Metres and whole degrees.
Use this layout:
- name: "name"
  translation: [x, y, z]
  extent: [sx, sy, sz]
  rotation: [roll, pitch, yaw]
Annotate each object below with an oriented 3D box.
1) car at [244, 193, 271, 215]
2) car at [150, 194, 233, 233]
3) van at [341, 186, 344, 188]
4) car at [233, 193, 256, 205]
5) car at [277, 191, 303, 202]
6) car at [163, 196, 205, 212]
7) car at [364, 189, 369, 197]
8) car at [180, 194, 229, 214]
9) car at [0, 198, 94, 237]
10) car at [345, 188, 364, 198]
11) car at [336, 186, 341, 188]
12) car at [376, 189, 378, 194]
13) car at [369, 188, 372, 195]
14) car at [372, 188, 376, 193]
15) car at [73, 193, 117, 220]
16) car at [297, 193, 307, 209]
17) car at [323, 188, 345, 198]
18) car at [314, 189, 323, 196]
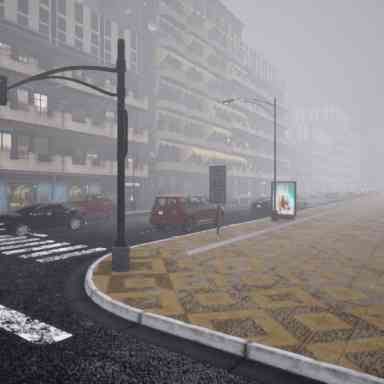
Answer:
- name: "car"
  translation: [6.242, 1.069, 26.794]
  extent: [1.947, 1.339, 4.313]
  rotation: [1, 2, 35]
- name: "car"
  translation: [-0.115, 1.026, 17.696]
  extent: [2.192, 1.841, 5.009]
  rotation: [1, 2, 35]
- name: "van"
  translation: [37.479, -0.446, 86.076]
  extent: [1.690, 1.788, 3.998]
  rotation: [2, 2, 35]
- name: "car"
  translation: [5.695, 0.829, 40.634]
  extent: [2.008, 1.369, 4.403]
  rotation: [2, 2, 35]
- name: "car"
  translation: [14.294, 0.618, 48.279]
  extent: [2.033, 1.411, 5.357]
  rotation: [0, 1, 35]
- name: "car"
  translation: [-0.662, 1.069, 31.545]
  extent: [1.802, 1.307, 4.206]
  rotation: [2, 2, 35]
- name: "car"
  translation: [31.674, 0.098, 63.157]
  extent: [1.967, 1.590, 4.097]
  rotation: [1, 2, 35]
- name: "car"
  translation: [1.236, 0.989, 29.759]
  extent: [2.128, 1.511, 4.902]
  rotation: [0, 1, 35]
- name: "car"
  translation: [-7.714, 1.295, 16.964]
  extent: [1.837, 1.490, 4.892]
  rotation: [0, 1, 35]
- name: "car"
  translation: [28.495, 0.308, 58.615]
  extent: [1.887, 1.381, 4.507]
  rotation: [1, 2, 35]
- name: "car"
  translation: [34.300, -0.240, 81.534]
  extent: [1.967, 1.590, 4.097]
  rotation: [2, 2, 35]
- name: "car"
  translation: [44.389, -0.221, 81.344]
  extent: [2.008, 1.369, 4.403]
  rotation: [1, 2, 35]
- name: "car"
  translation: [34.853, 0.095, 67.706]
  extent: [1.887, 1.381, 4.507]
  rotation: [1, 2, 35]
- name: "car"
  translation: [38.032, -0.012, 72.252]
  extent: [1.887, 1.381, 4.507]
  rotation: [1, 2, 35]
- name: "car"
  translation: [-7.017, 1.010, 22.448]
  extent: [2.192, 1.841, 5.009]
  rotation: [1, 2, 35]
- name: "car"
  translation: [9.421, 0.965, 31.340]
  extent: [1.947, 1.339, 4.313]
  rotation: [1, 2, 35]
- name: "car"
  translation: [24.644, 0.380, 57.655]
  extent: [1.994, 1.385, 4.181]
  rotation: [0, 1, 35]
- name: "car"
  translation: [27.943, -0.025, 72.444]
  extent: [1.967, 1.590, 4.097]
  rotation: [2, 2, 35]
